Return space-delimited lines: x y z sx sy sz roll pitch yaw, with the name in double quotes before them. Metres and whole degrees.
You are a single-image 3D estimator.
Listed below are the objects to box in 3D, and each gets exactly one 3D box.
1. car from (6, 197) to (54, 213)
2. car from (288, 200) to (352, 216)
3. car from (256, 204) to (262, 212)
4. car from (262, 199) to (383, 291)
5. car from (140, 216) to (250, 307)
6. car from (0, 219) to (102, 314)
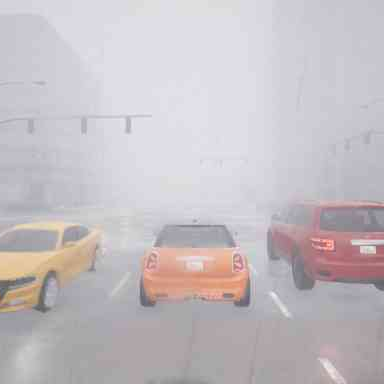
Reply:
"car" -17.433 1.352 35.779 4.553 1.767 2.097 0 0 1
"car" 12.157 1.547 31.916 5.357 1.411 2.033 0 0 1
"car" 9.414 1.525 36.665 4.674 1.442 1.812 0 0 16
"car" 3.554 1.221 9.174 2.150 2.045 5.566 0 0 3
"car" 0.075 1.352 8.154 2.097 1.767 4.553 0 0 1
"car" -3.596 1.477 7.928 1.882 1.535 5.008 0 0 0
